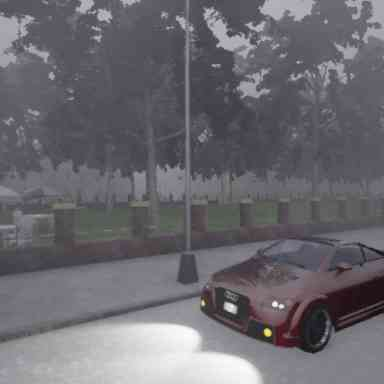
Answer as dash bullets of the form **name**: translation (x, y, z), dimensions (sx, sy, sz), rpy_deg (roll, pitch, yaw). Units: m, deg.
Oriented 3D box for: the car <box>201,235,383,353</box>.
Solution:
- **car**: translation (2.213, 1.546, 6.136), dimensions (4.181, 1.385, 1.994), rpy_deg (0, 0, -35)
